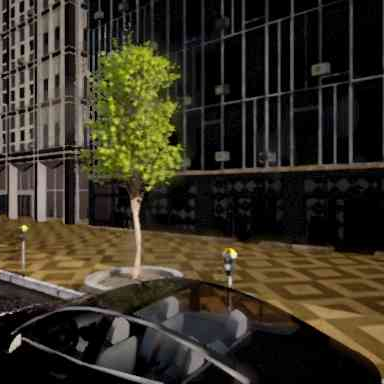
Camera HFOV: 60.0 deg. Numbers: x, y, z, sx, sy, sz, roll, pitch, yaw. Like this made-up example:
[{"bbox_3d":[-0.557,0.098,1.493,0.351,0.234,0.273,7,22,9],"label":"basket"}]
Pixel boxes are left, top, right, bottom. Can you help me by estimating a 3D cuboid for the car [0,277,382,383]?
[{"bbox_3d":[-0.551,1.562,3.268,4.313,1.339,1.947,0,0,35],"label":"car"}]
